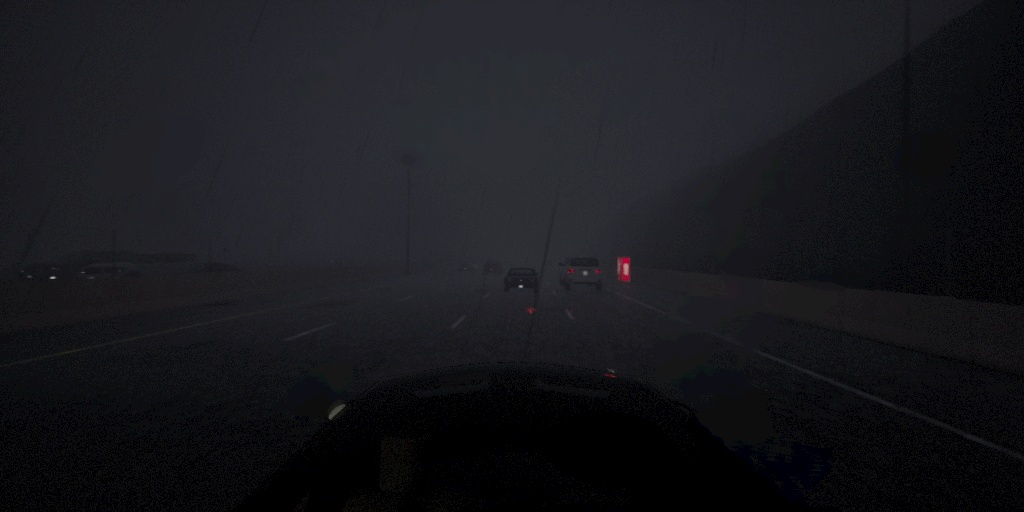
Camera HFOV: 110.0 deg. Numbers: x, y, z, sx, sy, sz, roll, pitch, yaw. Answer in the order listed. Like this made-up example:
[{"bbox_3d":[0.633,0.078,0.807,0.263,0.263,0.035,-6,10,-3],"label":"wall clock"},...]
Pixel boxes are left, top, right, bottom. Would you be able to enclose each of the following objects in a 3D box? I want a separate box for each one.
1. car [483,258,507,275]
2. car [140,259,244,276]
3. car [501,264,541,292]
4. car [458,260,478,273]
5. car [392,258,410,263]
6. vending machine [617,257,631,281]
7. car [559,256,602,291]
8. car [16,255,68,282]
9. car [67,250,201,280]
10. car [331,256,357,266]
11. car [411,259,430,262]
[{"bbox_3d":[-1.959,1.200,38.546,1.882,1.535,5.008,1,0,3],"label":"car"},{"bbox_3d":[-17.034,1.071,19.815,1.812,1.442,4.674,1,0,3],"label":"car"},{"bbox_3d":[0.620,1.356,21.559,1.895,1.301,4.718,1,0,4],"label":"car"},{"bbox_3d":[-5.258,1.208,43.035,1.812,1.442,4.674,1,0,3],"label":"car"},{"bbox_3d":[-18.512,1.072,61.997,1.994,1.385,4.181,1,0,3],"label":"car"},{"bbox_3d":[9.577,1.056,30.697,1.100,2.100,0.880,0,0,3],"label":"vending machine"},{"bbox_3d":[4.262,1.020,22.820,2.150,2.045,5.566,1,0,3],"label":"car"},{"bbox_3d":[-23.990,0.687,20.690,2.150,2.045,5.566,1,0,3],"label":"car"},{"bbox_3d":[-20.504,0.728,20.352,2.150,2.045,5.566,1,0,3],"label":"car"},{"bbox_3d":[-25.840,0.789,55.333,2.097,1.767,4.553,1,0,3],"label":"car"},{"bbox_3d":[-15.060,1.181,60.784,1.895,1.301,4.718,1,0,3],"label":"car"}]
